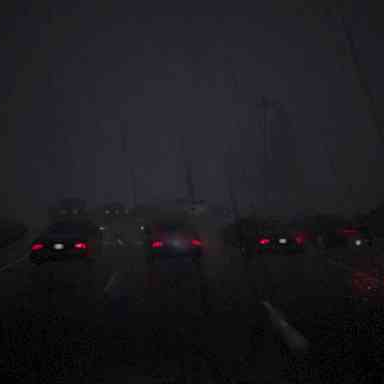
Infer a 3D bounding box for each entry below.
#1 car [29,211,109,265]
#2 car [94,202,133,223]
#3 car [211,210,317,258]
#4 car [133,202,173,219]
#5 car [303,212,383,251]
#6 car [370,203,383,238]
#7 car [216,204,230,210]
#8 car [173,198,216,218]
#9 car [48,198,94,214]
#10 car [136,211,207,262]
[{"bbox_3d":[-4.385,1.675,12.245,2.033,1.411,5.357,0,-1,-11],"label":"car"},{"bbox_3d":[-7.042,1.638,28.038,2.097,1.767,4.553,0,-1,-33],"label":"car"},{"bbox_3d":[2.520,1.682,13.379,2.033,1.411,5.357,0,-1,-11],"label":"car"},{"bbox_3d":[-4.064,1.796,29.876,2.128,1.511,4.902,0,-1,-33],"label":"car"},{"bbox_3d":[5.814,1.654,14.896,1.837,1.490,4.892,0,0,-11],"label":"car"},{"bbox_3d":[9.440,1.367,14.586,2.150,2.045,5.566,0,0,-10],"label":"car"},{"bbox_3d":[2.054,1.900,33.391,1.994,1.385,4.181,0,-1,-32],"label":"car"},{"bbox_3d":[-0.502,1.536,30.899,2.150,2.045,5.566,0,0,-31],"label":"car"},{"bbox_3d":[-9.564,1.489,25.550,2.150,2.045,5.566,0,0,-32],"label":"car"},{"bbox_3d":[-0.926,1.678,12.783,2.033,1.411,5.357,0,-1,-11],"label":"car"}]
